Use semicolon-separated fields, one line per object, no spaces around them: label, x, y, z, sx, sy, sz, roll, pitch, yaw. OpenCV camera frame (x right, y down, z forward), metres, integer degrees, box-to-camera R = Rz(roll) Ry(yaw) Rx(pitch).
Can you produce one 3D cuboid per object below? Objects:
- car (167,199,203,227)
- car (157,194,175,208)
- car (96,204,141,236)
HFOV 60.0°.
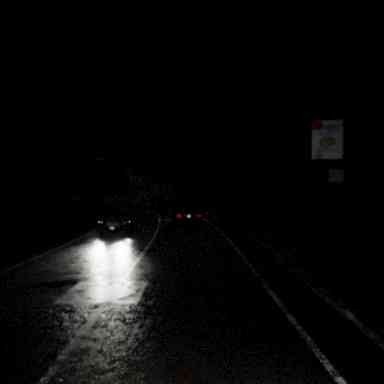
car;-0.414;1.466;22.183;2.033;1.411;5.357;0;0;-5
car;-3.186;1.006;40.898;1.882;1.535;5.008;-1;3;-12
car;-3.888;1.440;18.187;2.128;1.511;4.902;0;0;-3
